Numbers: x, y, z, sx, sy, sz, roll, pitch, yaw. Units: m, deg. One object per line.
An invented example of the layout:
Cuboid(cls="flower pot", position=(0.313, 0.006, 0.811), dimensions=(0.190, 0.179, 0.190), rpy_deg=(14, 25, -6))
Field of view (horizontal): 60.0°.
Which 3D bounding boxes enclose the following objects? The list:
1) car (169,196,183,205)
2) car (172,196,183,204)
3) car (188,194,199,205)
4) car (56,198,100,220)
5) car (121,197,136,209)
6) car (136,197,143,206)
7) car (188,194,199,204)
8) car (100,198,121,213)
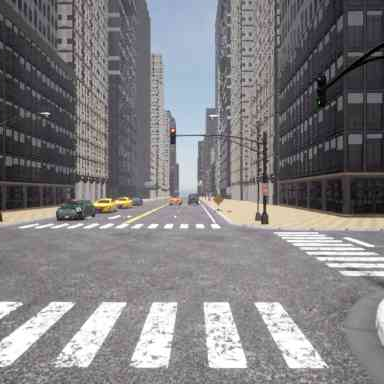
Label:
Cuboid(cls="car", position=(-2.971, 1.452, 59.942), dimensions=(2.097, 1.767, 4.553), rpy_deg=(0, 0, 0))
Cuboid(cls="car", position=(-2.971, 1.634, 70.131), dimensions=(2.128, 1.511, 4.902), rpy_deg=(0, 0, 0))
Cuboid(cls="car", position=(0.278, 1.606, 60.154), dimensions=(1.837, 1.490, 4.892), rpy_deg=(0, 0, 0))
Cuboid(cls="car", position=(-9.766, 1.374, 28.236), dimensions=(2.097, 1.767, 4.553), rpy_deg=(0, 0, 0))
Cuboid(cls="car", position=(-9.707, 1.539, 47.105), dimensions=(1.882, 1.535, 5.008), rpy_deg=(0, 0, 0))
Cuboid(cls="car", position=(-9.635, 1.640, 57.752), dimensions=(2.033, 1.411, 5.357), rpy_deg=(0, 0, 1))
Cuboid(cls="car", position=(0.281, 1.361, 70.361), dimensions=(2.150, 2.045, 5.566), rpy_deg=(0, 0, 0))
Cuboid(cls="car", position=(-9.741, 1.516, 37.423), dimensions=(1.882, 1.535, 5.008), rpy_deg=(0, 0, 0))
